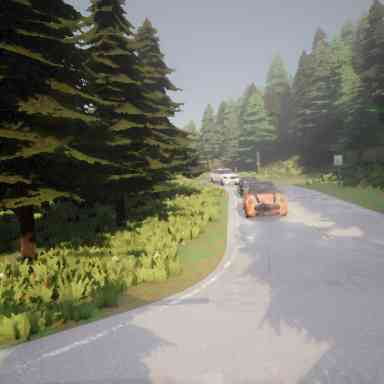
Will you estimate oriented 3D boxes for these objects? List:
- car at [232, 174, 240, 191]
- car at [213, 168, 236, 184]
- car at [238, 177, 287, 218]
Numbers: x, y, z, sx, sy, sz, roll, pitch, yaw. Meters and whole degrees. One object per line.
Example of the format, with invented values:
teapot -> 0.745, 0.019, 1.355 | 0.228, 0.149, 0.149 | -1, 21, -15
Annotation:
car -> 4.894, -0.502, 28.439 | 2.128, 1.511, 4.902 | -3, 5, 4
car -> 3.947, -1.864, 40.861 | 2.150, 2.045, 5.566 | -3, 5, -16
car -> 3.916, 0.282, 18.533 | 2.097, 1.767, 4.553 | -3, 5, 6
